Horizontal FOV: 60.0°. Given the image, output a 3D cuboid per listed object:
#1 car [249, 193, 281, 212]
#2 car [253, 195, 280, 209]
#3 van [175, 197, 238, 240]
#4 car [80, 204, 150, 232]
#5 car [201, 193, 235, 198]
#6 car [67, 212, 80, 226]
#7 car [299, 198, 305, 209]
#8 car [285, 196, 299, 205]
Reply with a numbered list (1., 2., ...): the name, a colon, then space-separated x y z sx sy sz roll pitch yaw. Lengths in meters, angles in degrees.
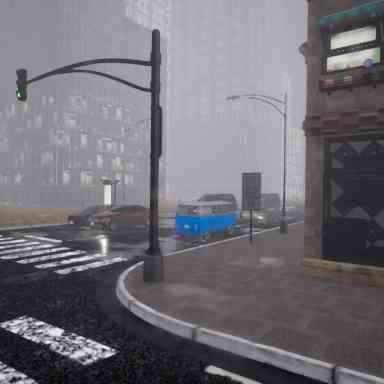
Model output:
1. car: 8.076 1.125 37.201 2.150 2.045 5.566 1 1 36
2. car: 10.001 1.294 44.422 1.967 1.590 4.097 1 1 35
3. van: 0.829 1.368 17.011 1.690 1.788 3.998 1 1 35
4. car: -4.066 1.466 20.120 1.812 1.442 4.674 1 1 37
5. car: 1.884 1.143 28.499 2.150 2.045 5.566 1 1 36
6. car: -6.008 1.467 21.864 1.947 1.339 4.313 1 1 35
7. car: 15.619 1.463 42.433 1.812 1.442 4.674 1 1 36
8. car: 16.306 1.364 53.309 1.752 1.417 4.829 1 1 35
